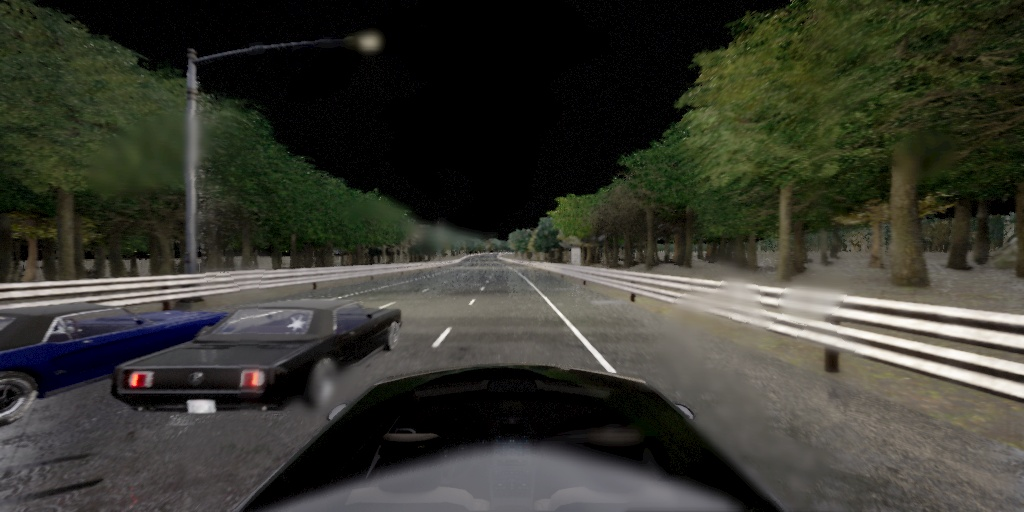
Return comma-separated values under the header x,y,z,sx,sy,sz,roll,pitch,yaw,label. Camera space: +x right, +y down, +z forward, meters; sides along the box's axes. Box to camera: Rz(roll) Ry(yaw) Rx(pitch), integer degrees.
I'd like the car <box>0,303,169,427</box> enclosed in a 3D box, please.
x,y,z,sx,sy,sz,roll,pitch,yaw,label
-6.909,1.390,5.595,1.895,1.301,4.718,0,0,0,car

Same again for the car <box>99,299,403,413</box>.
x,y,z,sx,sy,sz,roll,pitch,yaw,label
-3.411,1.387,6.163,1.895,1.301,4.718,0,0,0,car
